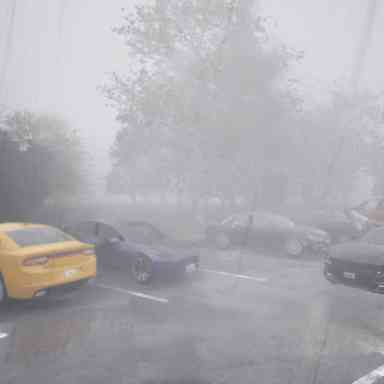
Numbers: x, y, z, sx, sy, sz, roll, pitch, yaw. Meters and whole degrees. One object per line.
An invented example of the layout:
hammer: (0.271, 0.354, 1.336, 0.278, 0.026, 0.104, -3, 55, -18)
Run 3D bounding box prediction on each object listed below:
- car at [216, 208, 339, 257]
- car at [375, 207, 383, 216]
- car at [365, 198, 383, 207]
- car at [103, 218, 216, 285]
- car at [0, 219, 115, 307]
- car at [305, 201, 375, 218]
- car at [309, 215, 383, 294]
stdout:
car: (2.850, 1.545, 13.154, 4.892, 1.521, 2.231, -1, -1, 35)
car: (7.754, 1.625, 16.507, 4.674, 1.452, 2.002, -1, -1, 36)
car: (10.188, 1.356, 18.186, 5.566, 2.045, 2.435, -1, -1, 36)
car: (-1.996, 1.536, 9.727, 4.792, 1.488, 2.163, -1, -1, 35)
car: (-4.446, 1.489, 8.025, 5.008, 1.535, 2.097, -1, -1, 34)
car: (5.323, 1.438, 14.807, 4.553, 1.767, 2.185, -1, -1, 35)
car: (5.441, 1.531, 8.559, 5.008, 1.535, 1.882, 0, 0, -35)
